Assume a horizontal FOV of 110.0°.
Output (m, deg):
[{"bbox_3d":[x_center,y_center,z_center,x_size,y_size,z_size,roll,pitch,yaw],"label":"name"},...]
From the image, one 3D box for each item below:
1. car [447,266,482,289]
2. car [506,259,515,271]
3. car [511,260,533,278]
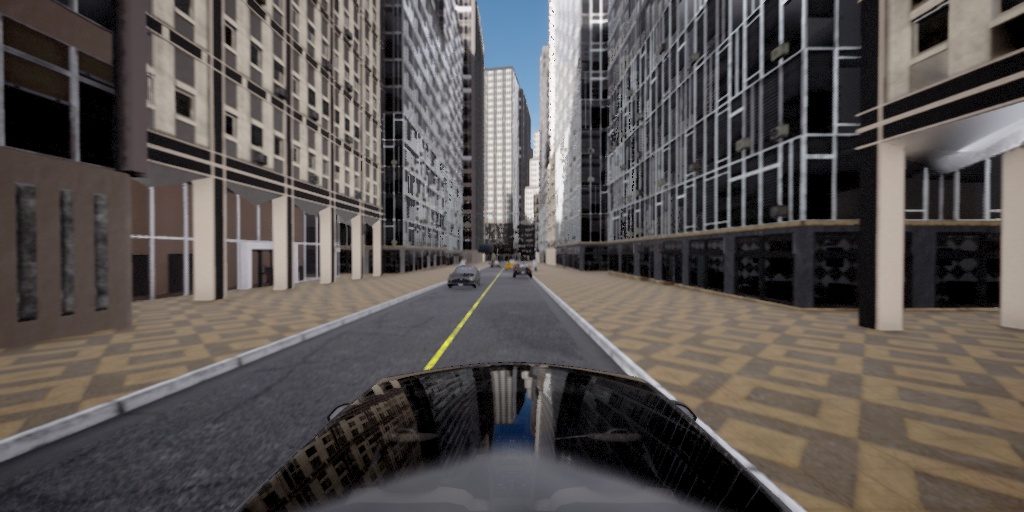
[{"bbox_3d":[-3.102,1.365,24.353,2.033,1.411,5.357,0,0,0],"label":"car"},{"bbox_3d":[-0.003,1.407,54.244,1.882,1.535,5.008,0,0,0],"label":"car"},{"bbox_3d":[1.047,1.384,35.912,1.812,1.442,4.674,0,0,0],"label":"car"}]
